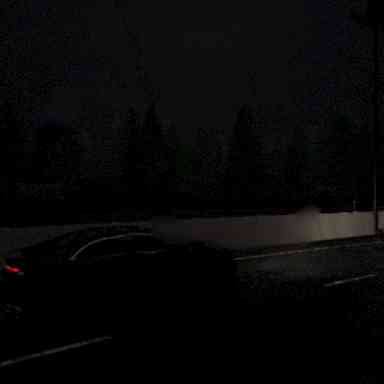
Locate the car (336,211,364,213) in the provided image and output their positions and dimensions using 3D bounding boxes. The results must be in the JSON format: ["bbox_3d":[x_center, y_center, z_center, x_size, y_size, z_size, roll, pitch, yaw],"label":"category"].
[{"bbox_3d":[12.573,1.497,26.021,4.181,1.385,1.994,0,0,-22],"label":"car"}]

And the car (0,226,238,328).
[{"bbox_3d":[-1.219,1.464,6.945,4.902,1.511,2.128,0,0,-34],"label":"car"}]
